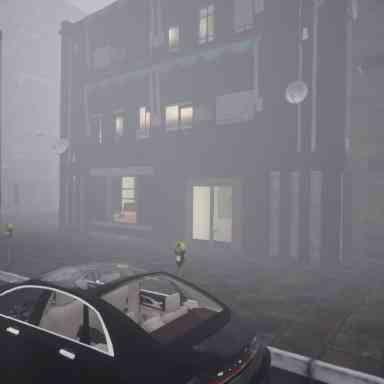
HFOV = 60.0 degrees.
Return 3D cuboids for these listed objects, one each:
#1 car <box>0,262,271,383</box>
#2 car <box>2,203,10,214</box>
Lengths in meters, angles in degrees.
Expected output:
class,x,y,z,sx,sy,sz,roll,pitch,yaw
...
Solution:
class,x,y,z,sx,sy,sz,roll,pitch,yaw
car,-1.294,1.550,3.935,4.403,1.369,2.008,0,1,35
car,-21.533,1.623,34.882,2.008,1.369,4.403,1,0,36
